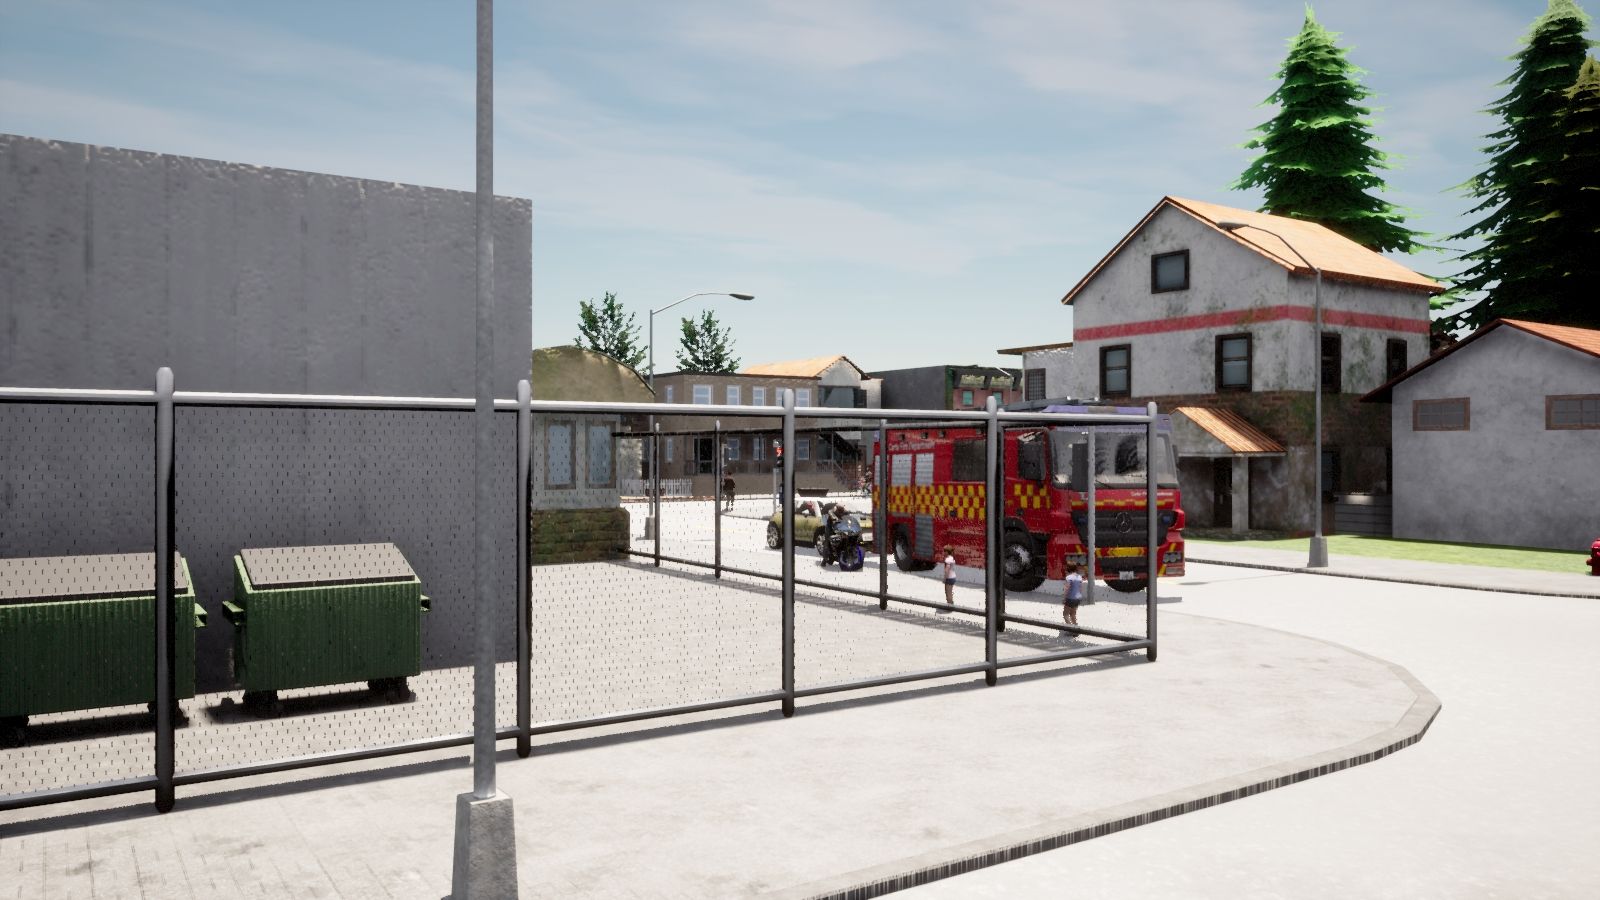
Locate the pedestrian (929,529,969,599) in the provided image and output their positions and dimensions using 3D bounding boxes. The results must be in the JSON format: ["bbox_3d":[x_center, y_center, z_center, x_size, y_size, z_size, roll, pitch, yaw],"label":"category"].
[{"bbox_3d":[2.482,1.895,19.029,0.500,1.100,0.500,0,0,30],"label":"pedestrian"}]

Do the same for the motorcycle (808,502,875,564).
[{"bbox_3d":[0.923,1.872,26.186,0.867,1.251,2.209,0,0,-17],"label":"motorcycle"}]

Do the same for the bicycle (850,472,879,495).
[{"bbox_3d":[3.714,1.940,65.827,1.835,1.271,0.329,0,0,-33],"label":"bicycle"}]

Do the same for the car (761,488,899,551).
[{"bbox_3d":[0.752,1.845,31.311,1.970,1.475,3.806,0,0,-33],"label":"car"}]

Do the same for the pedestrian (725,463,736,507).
[{"bbox_3d":[-3.029,1.517,49.538,0.375,1.860,0.375,0,0,17],"label":"pedestrian"}]

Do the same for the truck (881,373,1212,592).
[{"bbox_3d":[4.760,0.674,24.459,2.891,3.827,8.468,1,-1,-20],"label":"truck"}]

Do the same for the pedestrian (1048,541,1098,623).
[{"bbox_3d":[3.943,1.896,16.524,0.500,1.100,0.500,0,0,-29],"label":"pedestrian"}]
